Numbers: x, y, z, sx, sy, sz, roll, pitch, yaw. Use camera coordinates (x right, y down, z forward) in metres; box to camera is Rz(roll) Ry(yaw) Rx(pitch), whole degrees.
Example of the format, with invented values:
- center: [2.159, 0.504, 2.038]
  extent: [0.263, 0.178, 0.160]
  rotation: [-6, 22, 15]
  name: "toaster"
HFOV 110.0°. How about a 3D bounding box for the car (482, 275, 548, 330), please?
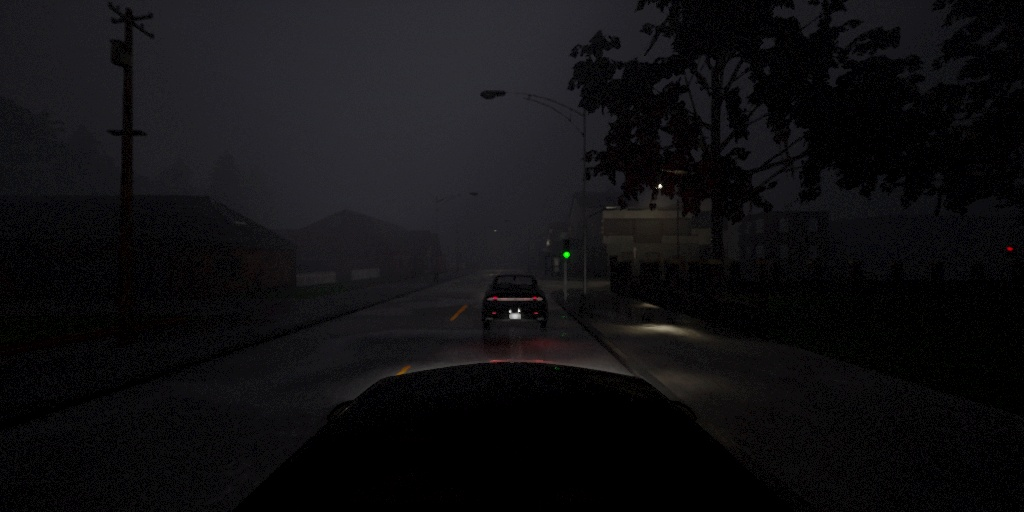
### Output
- center: [0.084, 1.359, 11.676]
  extent: [2.128, 1.511, 4.902]
  rotation: [0, -1, 0]
  name: "car"
